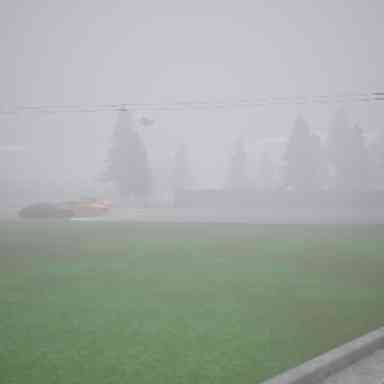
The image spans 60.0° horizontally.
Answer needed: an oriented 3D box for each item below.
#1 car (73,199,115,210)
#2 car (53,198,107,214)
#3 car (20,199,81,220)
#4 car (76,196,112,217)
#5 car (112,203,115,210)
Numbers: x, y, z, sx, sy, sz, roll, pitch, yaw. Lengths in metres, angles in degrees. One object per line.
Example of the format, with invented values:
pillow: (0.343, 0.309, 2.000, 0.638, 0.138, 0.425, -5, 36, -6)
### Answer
car: (-12.160, 1.541, 41.338, 4.718, 1.301, 1.895, 0, 0, 7)
car: (-11.457, 1.440, 34.190, 4.902, 1.511, 2.128, 0, 0, 7)
car: (-11.756, 1.519, 27.171, 4.181, 1.385, 1.994, 0, 0, 7)
car: (-10.341, 1.432, 30.518, 5.008, 1.535, 1.882, 0, 0, 7)
car: (-11.258, 1.297, 37.695, 4.553, 1.767, 2.097, 0, 0, 7)
